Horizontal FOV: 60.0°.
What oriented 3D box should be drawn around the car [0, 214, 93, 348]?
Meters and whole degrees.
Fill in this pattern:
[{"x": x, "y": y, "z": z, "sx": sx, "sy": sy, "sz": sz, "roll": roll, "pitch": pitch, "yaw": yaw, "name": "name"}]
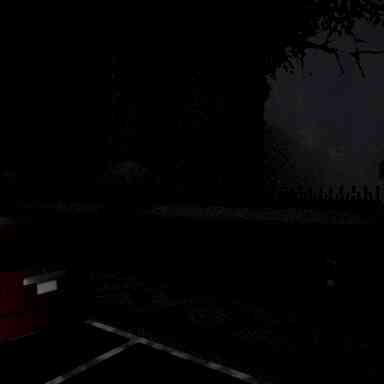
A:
[{"x": -3.820, "y": 1.314, "z": 5.688, "sx": 5.009, "sy": 1.841, "sz": 2.192, "roll": 0, "pitch": 0, "yaw": 35, "name": "car"}]
